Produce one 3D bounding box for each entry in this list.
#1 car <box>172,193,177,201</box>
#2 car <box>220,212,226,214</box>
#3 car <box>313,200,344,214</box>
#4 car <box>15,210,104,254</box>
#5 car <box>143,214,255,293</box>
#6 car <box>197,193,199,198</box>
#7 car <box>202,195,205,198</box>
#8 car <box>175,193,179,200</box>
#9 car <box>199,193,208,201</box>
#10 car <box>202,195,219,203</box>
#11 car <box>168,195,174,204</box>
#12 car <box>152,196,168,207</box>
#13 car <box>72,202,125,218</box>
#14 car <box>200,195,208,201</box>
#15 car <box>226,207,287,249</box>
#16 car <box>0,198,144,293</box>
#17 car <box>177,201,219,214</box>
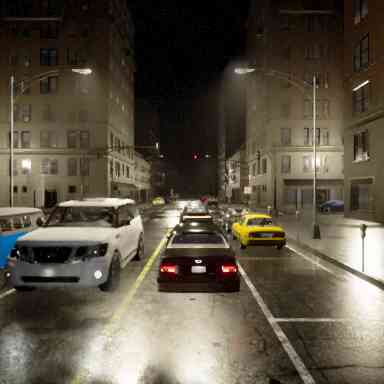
[{"bbox_3d":[-5.069,1.542,74.832,2.008,1.369,4.403,0,0,0],"label":"car"},{"bbox_3d":[2.720,1.550,19.517,2.008,1.369,4.403,0,0,0],"label":"car"},{"bbox_3d":[14.660,1.473,34.106,4.181,1.385,1.994,0,0,0],"label":"car"},{"bbox_3d":[-5.332,1.550,14.145,2.008,1.369,4.403,0,0,0],"label":"car"},{"bbox_3d":[0.136,1.547,8.970,2.033,1.411,5.357,0,0,0],"label":"car"},{"bbox_3d":[2.980,1.305,80.483,2.192,1.841,5.009,0,0,0],"label":"car"},{"bbox_3d":[2.858,1.579,52.074,1.802,1.307,4.206,0,0,0],"label":"car"},{"bbox_3d":[-5.021,1.428,86.194,1.967,1.590,4.097,0,0,0],"label":"car"},{"bbox_3d":[2.931,1.434,69.120,1.967,1.590,4.097,0,0,0],"label":"car"},{"bbox_3d":[2.834,1.549,46.393,2.008,1.369,4.403,0,0,0],"label":"car"},{"bbox_3d":[-5.118,1.561,63.470,1.947,1.339,4.313,0,0,0],"label":"car"},{"bbox_3d":[-5.168,1.523,51.938,1.752,1.417,4.829,0,0,0],"label":"car"},{"bbox_3d":[-8.444,1.599,30.182,4.181,1.385,1.994,-1,0,14],"label":"car"},{"bbox_3d":[3.004,1.554,86.165,1.947,1.339,4.313,0,0,0],"label":"car"},{"bbox_3d":[2.703,1.525,14.281,1.752,1.417,4.829,0,0,0],"label":"car"},{"bbox_3d":[-2.744,1.220,9.250,2.150,2.045,5.566,0,0,1],"label":"car"},{"bbox_3d":[0.192,1.491,19.416,2.128,1.511,4.902,0,0,-2],"label":"car"}]
